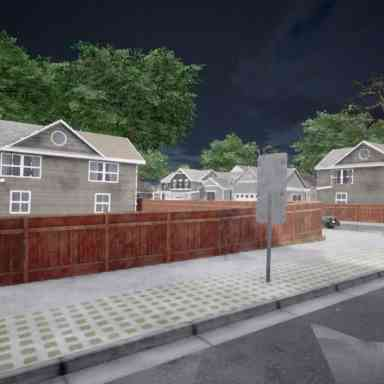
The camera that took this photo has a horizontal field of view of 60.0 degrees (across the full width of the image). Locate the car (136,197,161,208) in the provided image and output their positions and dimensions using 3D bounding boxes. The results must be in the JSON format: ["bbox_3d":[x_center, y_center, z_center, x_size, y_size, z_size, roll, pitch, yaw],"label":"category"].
[{"bbox_3d":[-5.922,1.643,41.382,2.150,2.045,5.566,3,-2,-37],"label":"car"}]

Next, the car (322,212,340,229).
[{"bbox_3d":[7.751,1.726,22.567,1.994,1.385,4.181,3,-2,-36],"label":"car"}]

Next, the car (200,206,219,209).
[{"bbox_3d":[1.882,1.886,30.855,1.895,1.301,4.718,2,-2,-36],"label":"car"}]
